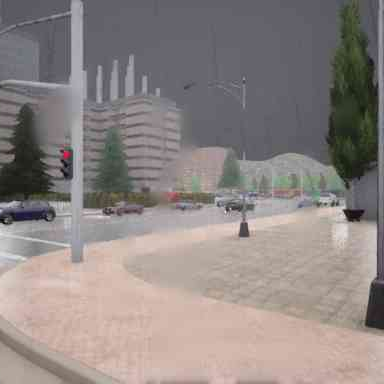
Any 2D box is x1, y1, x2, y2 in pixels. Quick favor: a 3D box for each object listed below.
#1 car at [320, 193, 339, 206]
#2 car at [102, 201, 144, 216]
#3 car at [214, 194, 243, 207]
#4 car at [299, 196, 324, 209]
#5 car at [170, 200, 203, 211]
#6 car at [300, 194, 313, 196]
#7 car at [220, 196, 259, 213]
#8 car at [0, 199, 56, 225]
[{"bbox_3d":[22.085,1.221,53.721,2.150,2.045,5.566,0,0,36],"label":"car"},{"bbox_3d":[-6.636,1.564,32.426,1.994,1.385,4.181,0,0,36],"label":"car"},{"bbox_3d":[5.484,1.505,49.009,1.837,1.490,4.892,0,0,37],"label":"car"},{"bbox_3d":[16.122,1.564,45.526,1.994,1.385,4.181,0,0,36],"label":"car"},{"bbox_3d":[-0.665,1.601,40.619,1.895,1.301,4.718,0,0,36],"label":"car"},{"bbox_3d":[19.527,1.526,56.158,1.812,1.442,4.674,0,0,36],"label":"car"},{"bbox_3d":[5.451,1.505,36.796,1.837,1.490,4.892,0,0,36],"label":"car"},{"bbox_3d":[-12.480,1.352,24.376,2.097,1.767,4.553,0,0,36],"label":"car"}]
